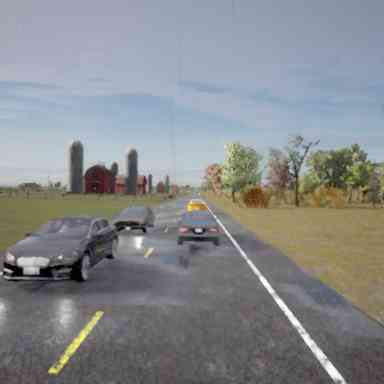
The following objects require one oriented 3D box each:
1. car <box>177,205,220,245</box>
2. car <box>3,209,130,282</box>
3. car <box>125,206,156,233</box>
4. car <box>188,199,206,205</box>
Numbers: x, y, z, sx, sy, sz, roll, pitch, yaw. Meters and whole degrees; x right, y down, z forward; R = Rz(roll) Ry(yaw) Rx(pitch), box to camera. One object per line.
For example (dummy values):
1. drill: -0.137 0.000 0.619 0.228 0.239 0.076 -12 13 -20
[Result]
1. car: 0.310 1.577 15.664 2.033 1.411 5.357 1 0 1
2. car: -3.480 1.465 9.735 2.128 1.511 4.902 1 0 1
3. car: -3.326 1.541 20.149 2.033 1.411 5.357 1 0 1
4. car: 0.580 1.548 36.742 1.882 1.535 5.008 1 0 1
